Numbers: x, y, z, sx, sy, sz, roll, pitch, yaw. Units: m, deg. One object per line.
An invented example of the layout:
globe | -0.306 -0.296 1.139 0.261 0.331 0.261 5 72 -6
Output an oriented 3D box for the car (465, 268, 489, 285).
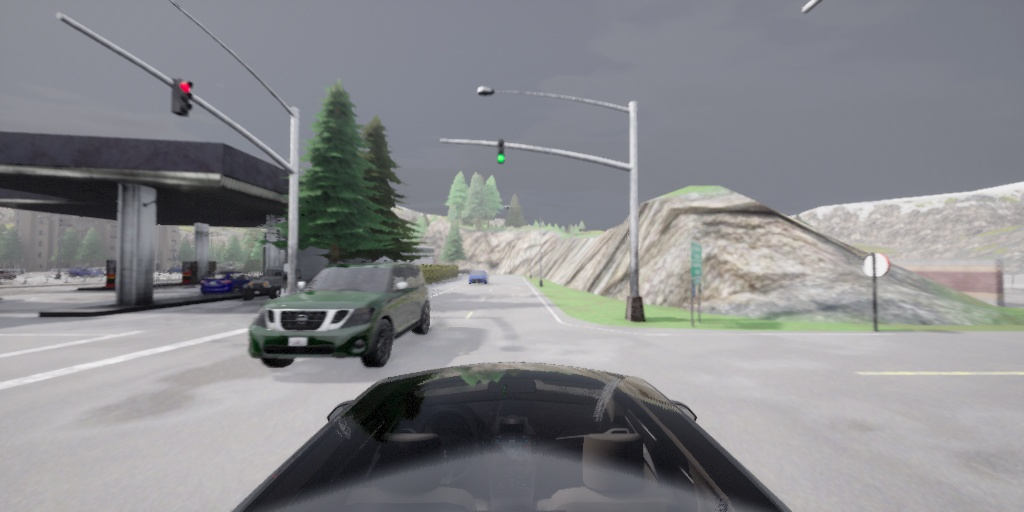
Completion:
car | -3.491 2.263 38.023 1.882 1.535 5.008 0 -1 0

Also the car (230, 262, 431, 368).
car | -3.493 1.146 8.631 2.150 2.045 5.566 0 -2 0
